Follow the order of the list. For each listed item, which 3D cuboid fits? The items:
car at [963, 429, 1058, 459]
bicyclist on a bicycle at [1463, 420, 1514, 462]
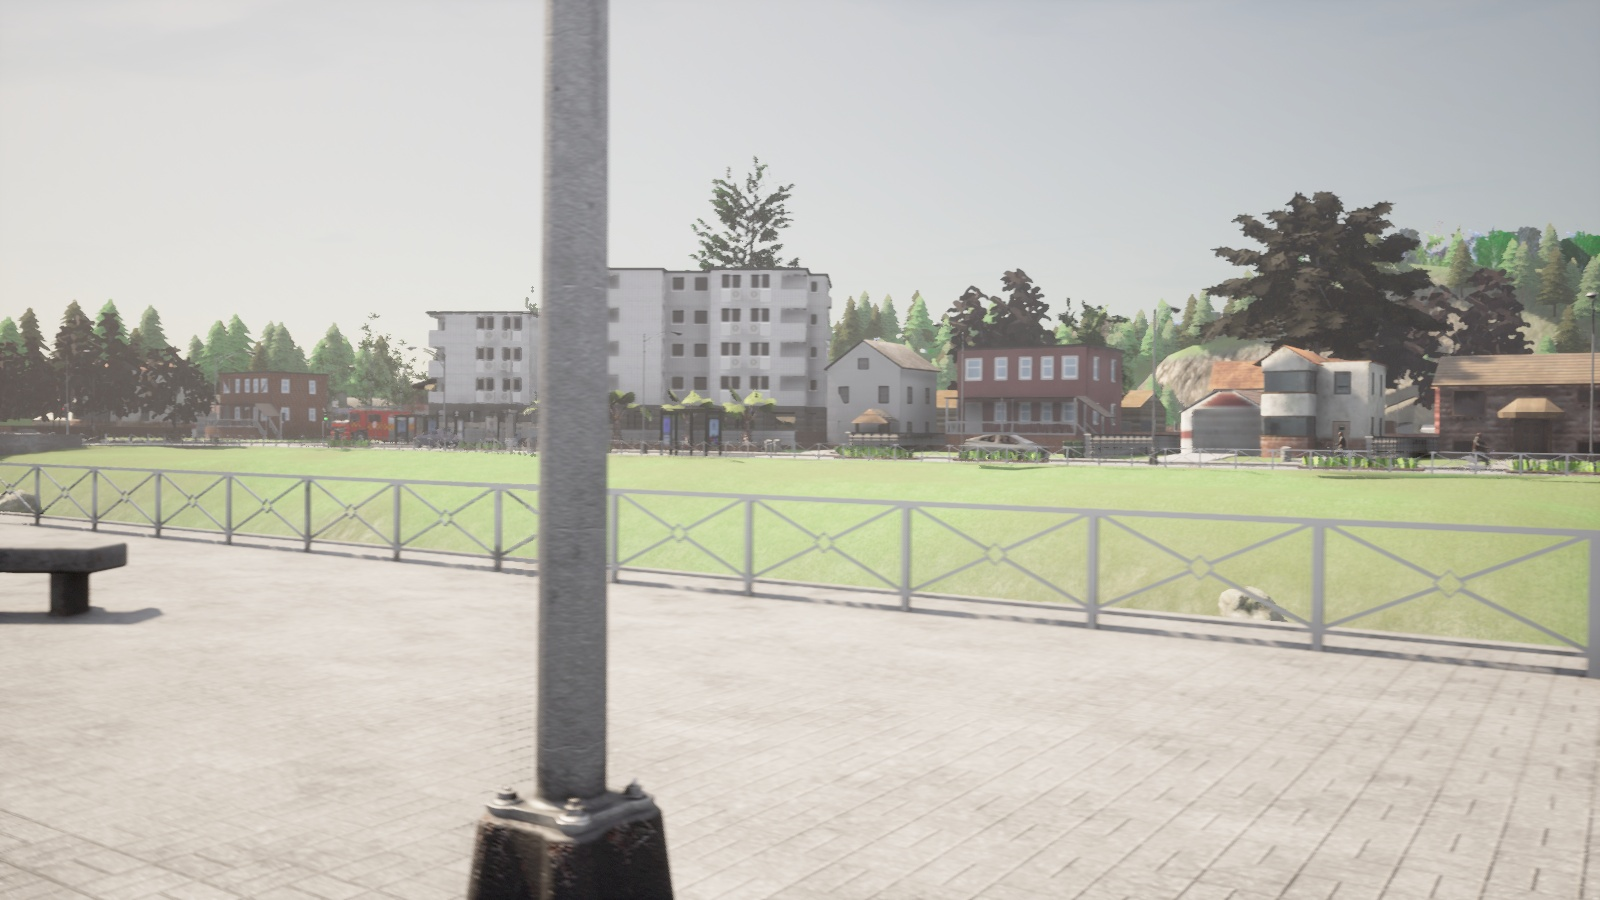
[{"bbox_3d":[11.056,-0.325,66.138,4.514,1.525,2.007,0,1,34],"label":"car"},{"bbox_3d":[29.533,-0.401,53.855,1.843,1.776,0.659,0,1,34],"label":"bicyclist on a bicycle"}]
